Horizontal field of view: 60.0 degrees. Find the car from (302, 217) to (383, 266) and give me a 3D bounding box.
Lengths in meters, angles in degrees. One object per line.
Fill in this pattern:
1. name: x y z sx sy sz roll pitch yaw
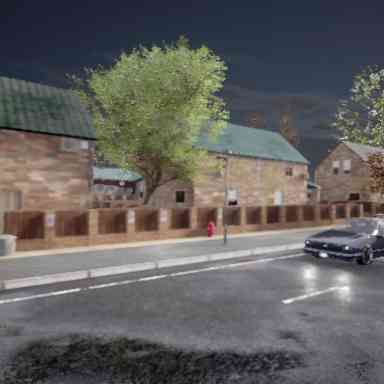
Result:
1. car: 6.392 1.648 12.132 5.357 1.411 2.033 1 0 -35
